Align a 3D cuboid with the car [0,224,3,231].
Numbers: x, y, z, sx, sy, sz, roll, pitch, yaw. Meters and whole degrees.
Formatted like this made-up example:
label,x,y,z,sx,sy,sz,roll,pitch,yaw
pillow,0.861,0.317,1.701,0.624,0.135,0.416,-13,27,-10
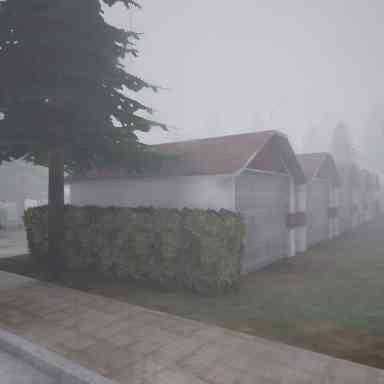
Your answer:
label,x,y,z,sx,sy,sz,roll,pitch,yaw
car,-13.331,2.064,18.387,1.895,1.301,4.718,-1,-1,36
